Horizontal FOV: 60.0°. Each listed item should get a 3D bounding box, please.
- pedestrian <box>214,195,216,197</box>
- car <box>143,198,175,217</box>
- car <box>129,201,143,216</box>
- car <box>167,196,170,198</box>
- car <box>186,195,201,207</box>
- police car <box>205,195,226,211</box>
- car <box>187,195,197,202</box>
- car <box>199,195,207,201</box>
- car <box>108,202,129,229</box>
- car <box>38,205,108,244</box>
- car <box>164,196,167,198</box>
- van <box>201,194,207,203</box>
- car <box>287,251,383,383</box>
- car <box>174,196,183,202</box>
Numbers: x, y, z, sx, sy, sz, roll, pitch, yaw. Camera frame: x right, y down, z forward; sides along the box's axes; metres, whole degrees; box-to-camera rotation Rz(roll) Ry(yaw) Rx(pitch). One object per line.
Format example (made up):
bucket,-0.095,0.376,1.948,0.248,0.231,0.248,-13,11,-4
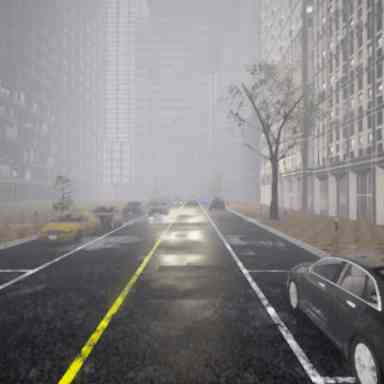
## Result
pedestrian,2.989,1.315,43.468,0.375,1.860,0.375,1,-1,0
car,-3.109,1.564,32.272,2.033,1.411,5.357,0,0,0
car,-5.691,1.583,33.079,1.947,1.339,4.313,1,0,0
car,-5.699,1.592,61.292,1.947,1.339,4.313,1,0,0
car,-0.014,1.588,53.370,1.994,1.385,4.181,0,0,0
police car,2.989,1.446,40.451,1.930,1.638,5.238,0,0,0
car,-0.017,1.411,69.002,1.994,1.385,4.181,0,0,0
car,2.678,1.472,83.857,1.967,1.590,4.097,1,0,0
car,-5.688,1.557,21.793,1.887,1.381,4.507,1,0,0
car,-5.686,1.534,15.981,1.752,1.417,4.829,1,0,0
car,-5.697,1.607,55.650,1.802,1.307,4.206,1,0,0
van,2.682,1.371,72.574,1.690,1.788,3.998,1,0,0
car,2.697,1.554,4.878,2.008,1.369,4.403,1,0,0
car,-3.019,1.537,74.116,1.994,1.385,4.181,0,0,0
